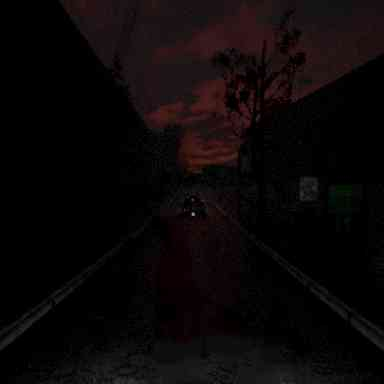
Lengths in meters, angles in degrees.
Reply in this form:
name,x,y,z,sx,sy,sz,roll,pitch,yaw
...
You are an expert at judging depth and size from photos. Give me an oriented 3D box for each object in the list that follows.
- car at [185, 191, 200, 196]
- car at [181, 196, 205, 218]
name,x,y,z,sx,sy,sz,roll,pitch,yaw
car,0.086,0.652,42.925,1.812,1.442,4.674,0,3,0
car,0.091,1.319,27.299,1.895,1.301,4.718,0,2,0
